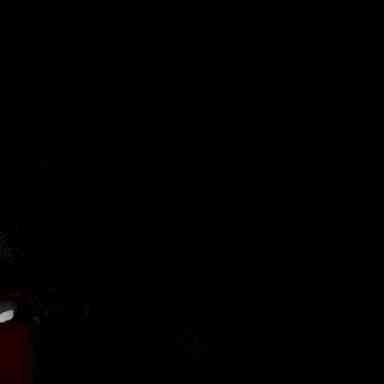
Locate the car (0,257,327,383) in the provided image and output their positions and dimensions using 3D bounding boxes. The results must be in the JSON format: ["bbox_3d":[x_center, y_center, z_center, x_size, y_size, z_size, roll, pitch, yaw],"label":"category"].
[{"bbox_3d":[-0.919,1.550,3.733,4.507,1.381,1.887,0,0,36],"label":"car"}]
